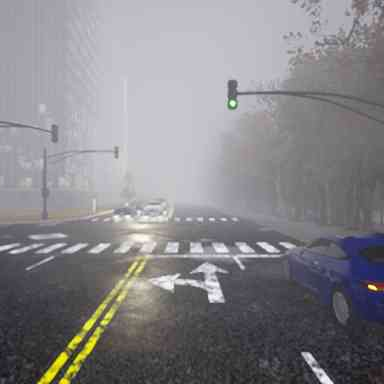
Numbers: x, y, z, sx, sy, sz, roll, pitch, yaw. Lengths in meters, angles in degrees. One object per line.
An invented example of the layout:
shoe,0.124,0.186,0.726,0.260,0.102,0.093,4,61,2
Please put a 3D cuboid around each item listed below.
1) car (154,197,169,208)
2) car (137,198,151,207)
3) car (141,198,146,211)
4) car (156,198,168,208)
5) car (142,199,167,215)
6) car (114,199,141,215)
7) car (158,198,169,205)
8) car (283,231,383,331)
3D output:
car,-5.072,1.746,55.720,2.097,1.767,4.553,0,0,-2
car,-8.627,1.921,60.355,2.128,1.511,4.902,0,0,-4
car,-7.889,1.881,47.430,2.033,1.411,5.357,0,0,-3
car,-4.568,1.675,46.026,2.097,1.767,4.553,0,0,-3
car,-4.153,1.785,37.204,1.812,1.442,4.674,0,0,-1
car,-7.420,1.809,37.428,2.033,1.411,5.357,0,0,-2
car,-5.983,1.924,70.128,2.033,1.411,5.357,0,0,-4
car,3.318,1.536,6.871,1.812,1.442,4.674,-3,-2,-2
